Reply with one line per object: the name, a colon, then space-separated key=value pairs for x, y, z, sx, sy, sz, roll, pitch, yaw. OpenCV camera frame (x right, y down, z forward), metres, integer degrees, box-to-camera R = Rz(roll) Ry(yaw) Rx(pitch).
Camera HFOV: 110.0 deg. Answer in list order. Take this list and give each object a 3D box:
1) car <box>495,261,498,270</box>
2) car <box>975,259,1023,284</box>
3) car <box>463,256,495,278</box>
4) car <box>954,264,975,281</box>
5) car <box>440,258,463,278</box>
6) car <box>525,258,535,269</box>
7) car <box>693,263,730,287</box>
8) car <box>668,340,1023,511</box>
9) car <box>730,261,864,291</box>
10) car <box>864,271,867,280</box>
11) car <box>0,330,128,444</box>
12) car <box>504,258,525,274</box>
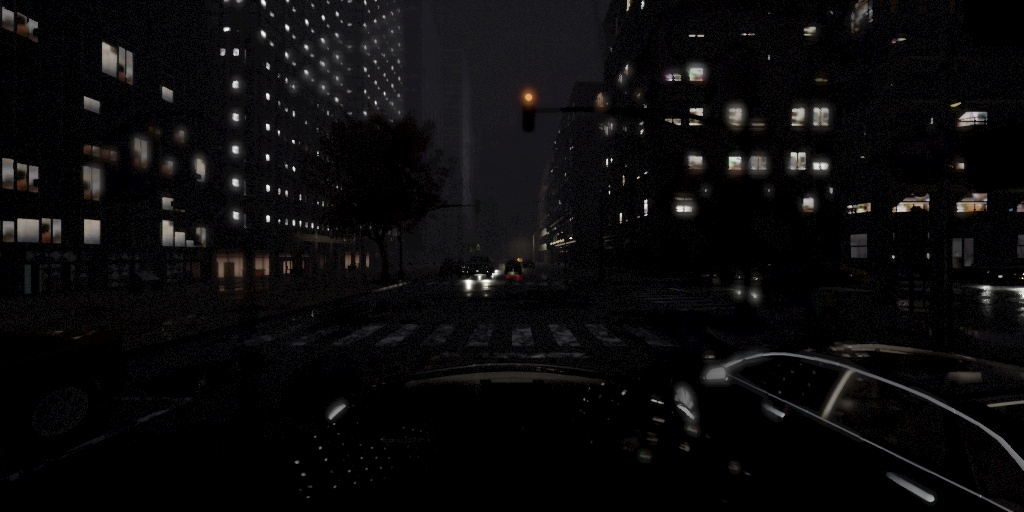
car: x=-3.078 y=1.298 z=44.469 sx=1.812 sy=1.442 sz=4.674 roll=0 pitch=0 yaw=0
car: x=29.002 y=0.836 z=19.537 sx=4.892 sy=1.490 sz=1.837 roll=-1 pitch=0 yaw=-1
car: x=-3.083 y=0.986 z=34.588 sx=2.150 sy=2.045 sz=5.566 roll=0 pitch=0 yaw=0
car: x=30.147 y=0.859 z=22.141 sx=4.507 sy=1.381 sz=1.888 roll=0 pitch=0 yaw=-1
car: x=-5.674 y=1.079 z=34.963 sx=2.192 sy=1.841 sz=5.009 roll=0 pitch=0 yaw=0
car: x=2.719 y=1.350 z=57.049 sx=1.948 sy=1.339 sz=4.313 roll=0 pitch=0 yaw=0
car: x=13.445 y=1.095 z=21.981 sx=4.403 sy=1.370 sz=2.007 roll=0 pitch=0 yaw=-1
car: x=2.689 y=1.300 z=2.571 sx=2.007 sy=1.370 sz=4.403 roll=0 pitch=0 yaw=0
car: x=15.263 y=1.068 z=19.410 sx=5.357 sy=1.411 sz=2.033 roll=-1 pitch=0 yaw=-1
car: x=18.842 y=0.993 z=22.033 sx=4.829 sy=1.417 sz=1.751 roll=0 pitch=0 yaw=-1
car: x=-5.691 y=1.295 z=2.575 sx=1.888 sy=1.381 sz=4.507 roll=0 pitch=0 yaw=0
car: x=0.115 y=1.261 z=41.424 sx=2.128 sy=1.511 sz=4.902 roll=0 pitch=0 yaw=0
